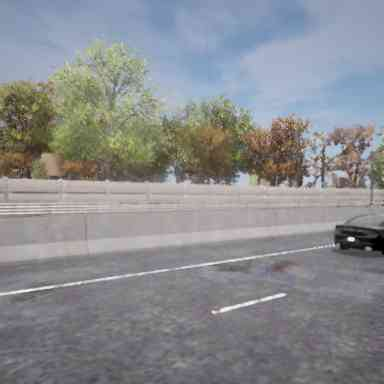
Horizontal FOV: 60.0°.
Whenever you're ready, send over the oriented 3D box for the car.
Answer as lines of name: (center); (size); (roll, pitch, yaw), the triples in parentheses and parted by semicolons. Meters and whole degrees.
car: (7.952, 1.627, 13.808); (5.008, 1.535, 1.882); (0, 0, -35)
